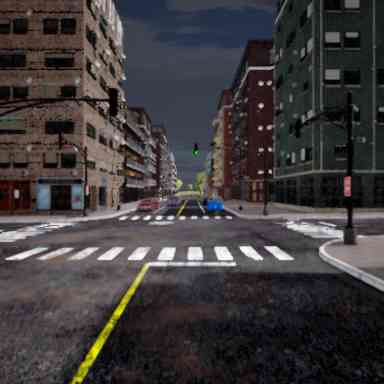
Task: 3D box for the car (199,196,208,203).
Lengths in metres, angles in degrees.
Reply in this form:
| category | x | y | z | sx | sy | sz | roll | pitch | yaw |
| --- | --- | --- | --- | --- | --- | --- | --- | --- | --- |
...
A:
| category | x | y | z | sx | sy | sz | roll | pitch | yaw |
| --- | --- | --- | --- | --- | --- | --- | --- | --- | --- |
| car | 2.559 | 1.584 | 71.939 | 1.802 | 1.307 | 4.206 | 0 | 0 | 0 |

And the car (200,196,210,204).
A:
| category | x | y | z | sx | sy | sz | roll | pitch | yaw |
| --- | --- | --- | --- | --- | --- | --- | --- | --- | --- |
| car | 2.559 | 1.530 | 66.509 | 1.752 | 1.417 | 4.829 | 0 | 0 | 0 |

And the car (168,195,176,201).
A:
| category | x | y | z | sx | sy | sz | roll | pitch | yaw |
| --- | --- | --- | --- | --- | --- | --- | --- | --- | --- |
| car | -5.291 | 1.557 | 88.824 | 1.947 | 1.339 | 4.313 | 0 | 0 | 0 |

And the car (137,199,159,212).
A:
| category | x | y | z | sx | sy | sz | roll | pitch | yaw |
| --- | --- | --- | --- | --- | --- | --- | --- | --- | --- |
| car | -5.286 | 1.589 | 38.497 | 1.802 | 1.307 | 4.206 | 0 | 0 | 0 |

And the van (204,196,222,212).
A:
| category | x | y | z | sx | sy | sz | roll | pitch | yaw |
| --- | --- | --- | --- | --- | --- | --- | --- | --- | --- |
| van | 2.561 | 1.349 | 38.337 | 1.690 | 1.788 | 3.998 | 0 | 0 | 0 |

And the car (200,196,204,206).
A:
| category | x | y | z | sx | sy | sz | roll | pitch | yaw |
| --- | --- | --- | --- | --- | --- | --- | --- | --- | --- |
| car | 2.560 | 1.573 | 55.138 | 1.947 | 1.339 | 4.313 | 0 | 0 | 0 |

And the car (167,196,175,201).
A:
| category | x | y | z | sx | sy | sz | roll | pitch | yaw |
| --- | --- | --- | --- | --- | --- | --- | --- | --- | --- |
| car | -5.290 | 1.577 | 83.224 | 1.802 | 1.307 | 4.206 | 0 | 0 | 0 |

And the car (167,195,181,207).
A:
| category | x | y | z | sx | sy | sz | roll | pitch | yaw |
| --- | --- | --- | --- | --- | --- | --- | --- | --- | --- |
| car | -2.754 | 1.356 | 51.751 | 2.097 | 1.767 | 4.553 | 0 | 0 | 0 |
